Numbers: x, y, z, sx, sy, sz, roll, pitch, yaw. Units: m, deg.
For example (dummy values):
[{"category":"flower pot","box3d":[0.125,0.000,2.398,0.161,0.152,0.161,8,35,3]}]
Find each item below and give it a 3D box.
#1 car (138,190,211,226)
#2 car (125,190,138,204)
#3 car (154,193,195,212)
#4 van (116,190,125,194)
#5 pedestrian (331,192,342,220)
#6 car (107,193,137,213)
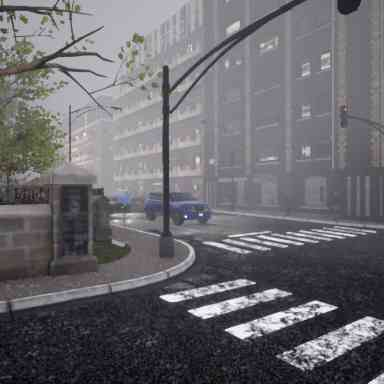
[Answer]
[{"category":"car","box3d":[-1.102,0.926,21.654,2.150,2.045,5.566,0,1,-36]},{"category":"car","box3d":[-5.036,0.727,36.855,2.192,1.841,5.009,1,1,-36]},{"category":"car","box3d":[-1.776,0.950,32.401,1.967,1.590,4.097,1,1,-36]},{"category":"van","box3d":[-8.299,0.655,41.312,1.690,1.788,3.998,1,1,-36]},{"category":"pedestrian","box3d":[9.495,0.901,21.964,0.375,1.860,0.375,1,-1,-36]},{"category":"car","box3d":[-7.045,1.090,29.770,1.994,1.385,4.181,0,1,-36]}]
